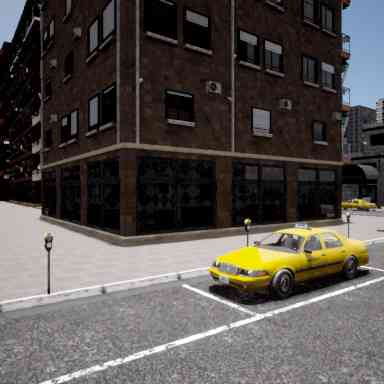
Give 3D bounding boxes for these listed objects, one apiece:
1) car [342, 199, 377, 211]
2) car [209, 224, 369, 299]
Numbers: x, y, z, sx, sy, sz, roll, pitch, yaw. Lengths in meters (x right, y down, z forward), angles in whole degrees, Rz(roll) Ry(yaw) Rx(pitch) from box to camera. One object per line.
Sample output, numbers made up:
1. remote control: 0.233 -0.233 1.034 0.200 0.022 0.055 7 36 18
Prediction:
1. car: 19.289 1.469 39.688 1.752 1.417 4.829 0 0 -35
2. car: 2.638 1.525 8.454 4.829 1.417 1.752 0 0 -36
